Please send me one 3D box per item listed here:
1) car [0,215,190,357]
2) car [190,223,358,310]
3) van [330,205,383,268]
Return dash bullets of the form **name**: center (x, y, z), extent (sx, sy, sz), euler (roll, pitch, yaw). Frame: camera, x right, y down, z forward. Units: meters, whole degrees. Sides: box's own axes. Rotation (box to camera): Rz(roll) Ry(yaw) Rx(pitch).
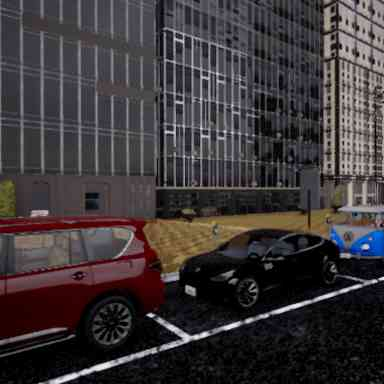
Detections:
- **car**: center (-2.750, 1.315, 4.605), extent (5.009, 1.841, 2.192), euler (0, 0, -35)
- **car**: center (1.747, 1.567, 7.812), extent (4.313, 1.339, 1.947), euler (0, 0, -35)
- **van**: center (6.243, 1.343, 11.019), extent (3.998, 1.788, 1.690), euler (0, 0, -35)
